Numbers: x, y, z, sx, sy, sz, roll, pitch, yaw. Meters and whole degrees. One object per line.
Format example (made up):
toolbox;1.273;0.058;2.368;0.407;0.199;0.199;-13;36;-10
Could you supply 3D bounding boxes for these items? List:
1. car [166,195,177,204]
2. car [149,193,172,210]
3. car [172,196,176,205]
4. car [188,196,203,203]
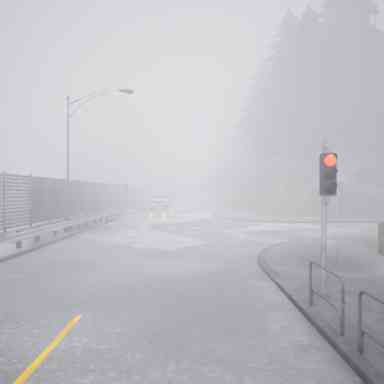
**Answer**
car;-4.139;1.471;66.531;1.882;1.535;5.008;0;0;0
car;-4.167;1.217;43.118;2.150;2.045;5.566;0;0;0
car;-4.169;1.216;53.779;2.150;2.045;5.566;0;0;0
car;0.720;1.517;72.096;1.812;1.442;4.674;0;0;26
